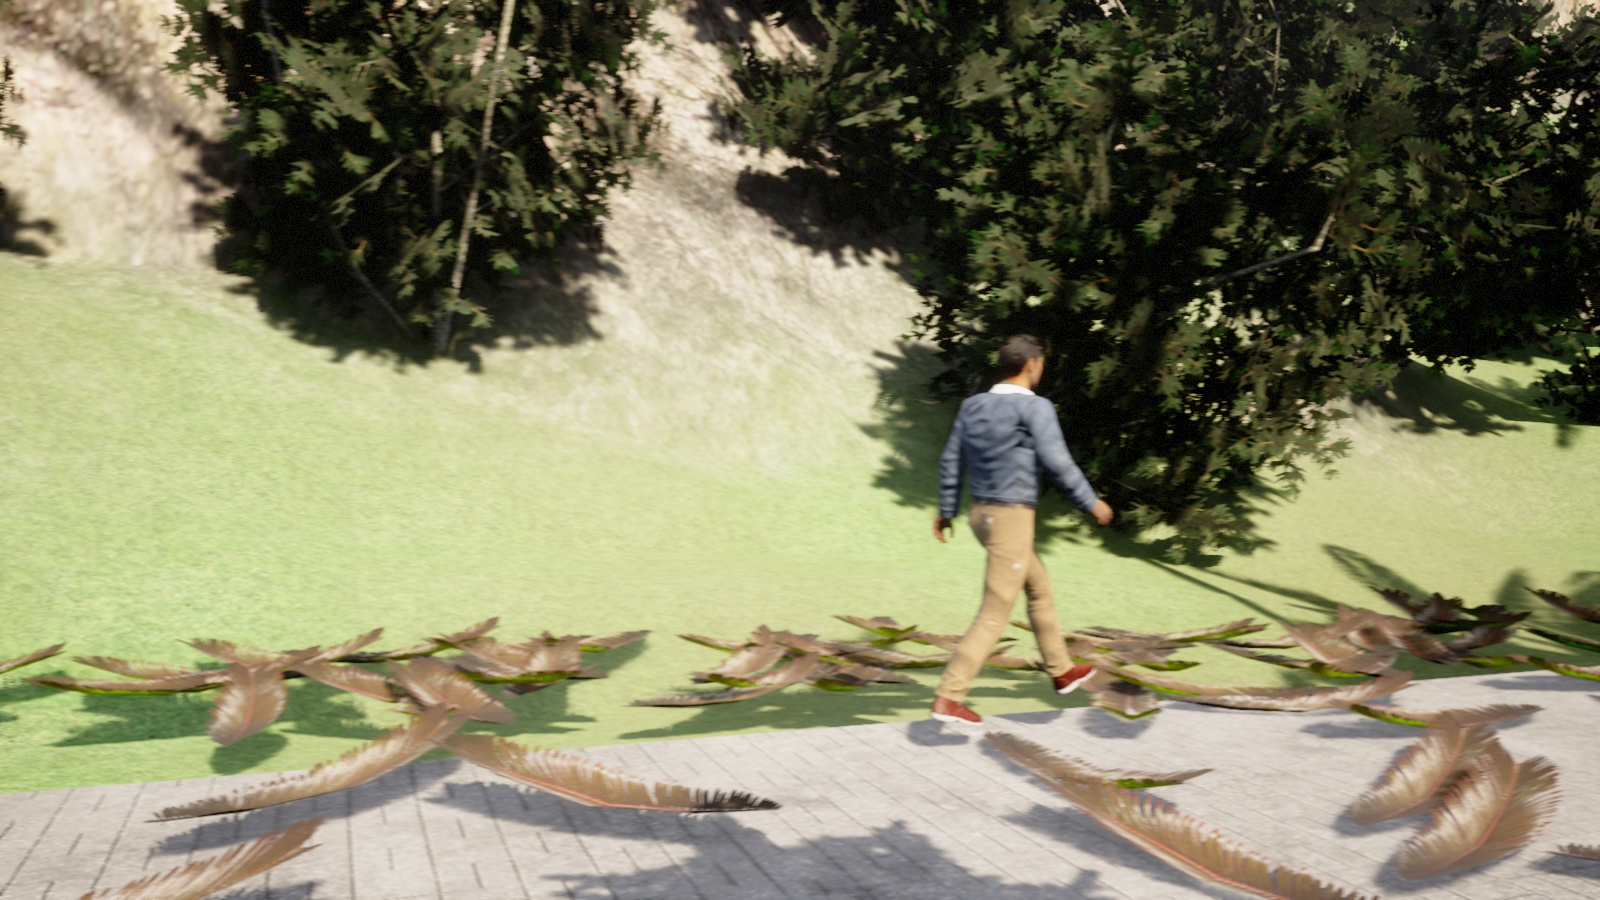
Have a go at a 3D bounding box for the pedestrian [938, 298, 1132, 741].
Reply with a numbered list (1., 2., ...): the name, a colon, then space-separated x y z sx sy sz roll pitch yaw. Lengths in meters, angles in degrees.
1. pedestrian: 1.103 0.298 5.885 0.788 1.949 0.423 -1 1 -28
